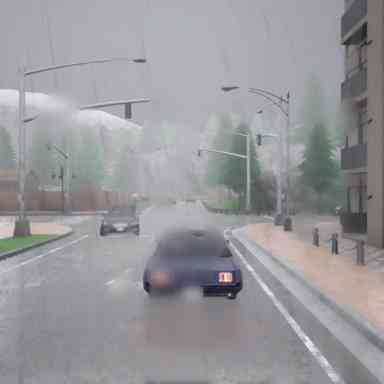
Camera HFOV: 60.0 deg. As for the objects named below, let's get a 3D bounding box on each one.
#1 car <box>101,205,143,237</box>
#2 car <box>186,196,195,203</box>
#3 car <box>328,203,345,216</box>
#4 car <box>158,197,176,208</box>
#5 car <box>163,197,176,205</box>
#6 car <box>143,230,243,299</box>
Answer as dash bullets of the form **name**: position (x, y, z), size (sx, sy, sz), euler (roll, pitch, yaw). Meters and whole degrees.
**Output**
- **car**: position (-3.769, 1.491, 18.140), size (2.128, 1.511, 4.902), euler (1, 0, -9)
- **car**: position (-0.305, 1.547, 68.230), size (2.033, 1.411, 5.357), euler (0, 0, 0)
- **car**: position (14.709, 1.367, 29.892), size (4.553, 1.767, 2.097), euler (0, 0, -1)
- **car**: position (-3.790, 1.547, 47.897), size (2.033, 1.411, 5.357), euler (0, 0, 0)
- **car**: position (-3.816, 1.564, 57.886), size (1.994, 1.385, 4.181), euler (0, 0, 1)
- **car**: position (0.026, 1.601, 8.381), size (1.895, 1.301, 4.718), euler (0, 0, 0)
